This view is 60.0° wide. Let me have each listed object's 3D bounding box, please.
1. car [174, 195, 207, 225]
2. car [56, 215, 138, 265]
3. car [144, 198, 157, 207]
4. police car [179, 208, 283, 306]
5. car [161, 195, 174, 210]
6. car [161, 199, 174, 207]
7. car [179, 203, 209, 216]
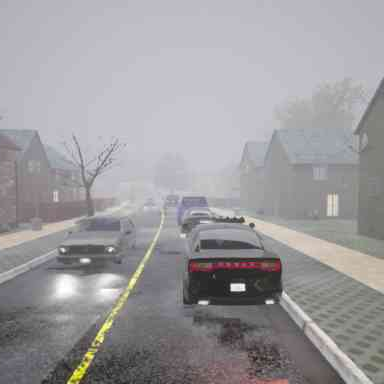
[{"bbox_3d":[0.003,1.263,24.264,2.150,2.045,5.566,0,0,-4],"label":"car"},{"bbox_3d":[-3.092,1.558,12.046,2.033,1.411,5.357,0,0,-2],"label":"car"},{"bbox_3d":[-6.866,1.729,54.745,1.837,1.490,4.892,0,0,-8],"label":"car"},{"bbox_3d":[0.721,1.426,8.255,1.930,1.638,5.238,0,0,-1],"label":"police car"},{"bbox_3d":[-2.682,1.357,44.570,2.150,2.045,5.566,0,0,-7],"label":"car"},{"bbox_3d":[-4.199,1.815,56.057,1.895,1.301,4.718,0,0,-9],"label":"car"},{"bbox_3d":[0.354,1.546,18.204,1.812,1.442,4.674,0,0,-3],"label":"car"}]
